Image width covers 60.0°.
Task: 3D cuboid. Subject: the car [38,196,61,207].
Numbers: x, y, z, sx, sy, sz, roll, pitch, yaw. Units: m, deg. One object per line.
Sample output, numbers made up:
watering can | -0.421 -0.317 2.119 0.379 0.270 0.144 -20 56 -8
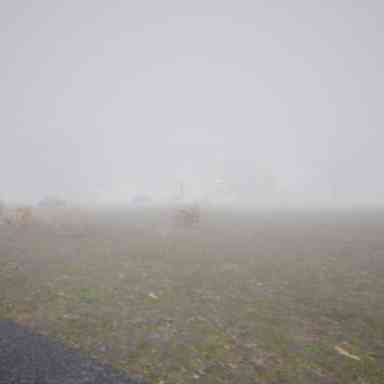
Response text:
car | -22.035 1.453 53.015 2.097 1.767 4.553 0 0 34

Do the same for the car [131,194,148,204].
car | -10.408 1.387 70.366 2.150 2.045 5.566 0 0 34

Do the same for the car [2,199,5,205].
car | -31.578 1.391 51.371 2.097 1.767 4.553 0 -1 34
